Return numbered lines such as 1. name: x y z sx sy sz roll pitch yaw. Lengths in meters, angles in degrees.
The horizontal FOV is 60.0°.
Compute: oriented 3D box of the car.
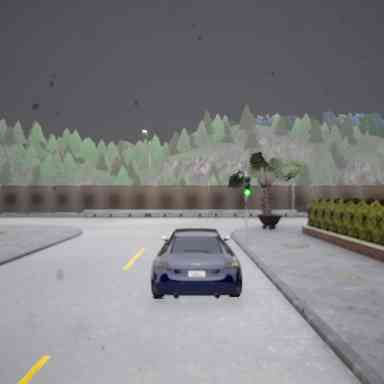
1. car: 0.101 1.626 8.676 1.994 1.385 4.181 0 0 0
